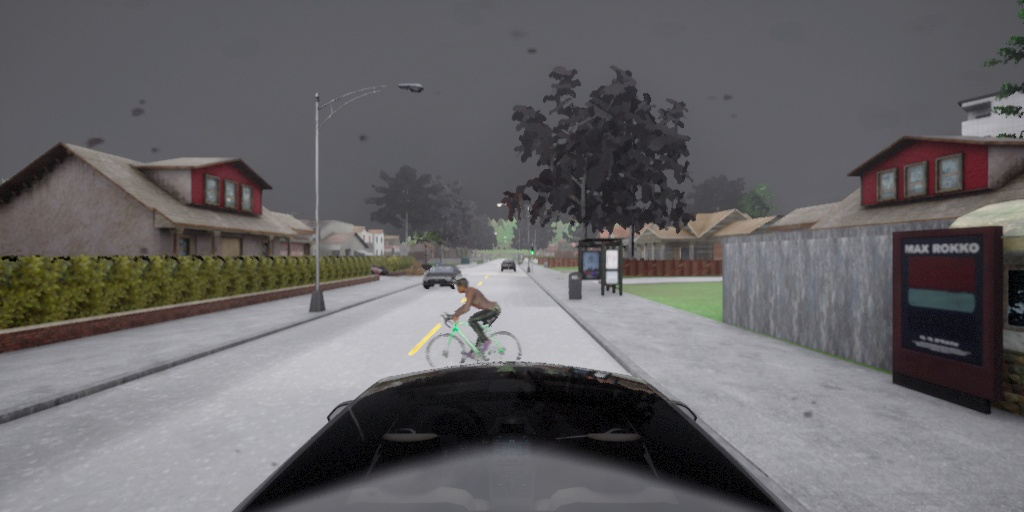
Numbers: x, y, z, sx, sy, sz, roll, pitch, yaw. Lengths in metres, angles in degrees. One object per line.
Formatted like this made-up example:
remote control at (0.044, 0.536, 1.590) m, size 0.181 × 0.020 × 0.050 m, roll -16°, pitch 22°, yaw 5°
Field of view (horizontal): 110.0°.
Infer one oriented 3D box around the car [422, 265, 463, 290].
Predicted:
car at (-4.273, 1.289, 22.894) m, size 2.033 × 1.411 × 5.357 m, roll 0°, pitch 0°, yaw -1°

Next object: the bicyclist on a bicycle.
bicyclist on a bicycle at (-0.678, 1.196, 6.194) m, size 1.656 × 1.620 × 0.582 m, roll -2°, pitch 0°, yaw -1°

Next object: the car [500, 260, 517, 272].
car at (-0.451, 1.232, 45.991) m, size 1.837 × 1.490 × 4.892 m, roll 0°, pitch -1°, yaw -1°
